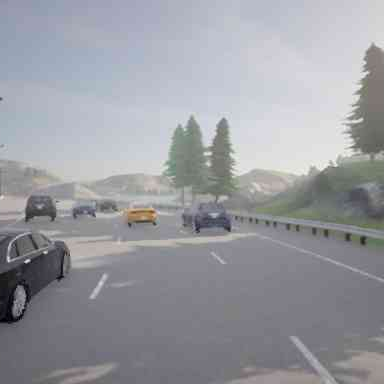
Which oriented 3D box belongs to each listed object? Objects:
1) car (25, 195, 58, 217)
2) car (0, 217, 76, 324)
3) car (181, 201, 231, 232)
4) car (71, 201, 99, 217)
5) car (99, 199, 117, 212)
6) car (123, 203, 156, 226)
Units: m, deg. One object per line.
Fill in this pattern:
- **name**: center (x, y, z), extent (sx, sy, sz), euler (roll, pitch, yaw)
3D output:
- **car**: center (-12.481, 1.276, 27.651), extent (2.150, 2.045, 5.566), euler (0, 0, -21)
- **car**: center (-4.042, 1.523, 7.087), extent (1.837, 1.490, 4.892), euler (0, 0, -6)
- **car**: center (0.736, 1.347, 20.159), extent (2.097, 1.767, 4.553), euler (0, 0, -13)
- **car**: center (-10.205, 1.570, 31.191), extent (1.812, 1.442, 4.674), euler (0, 0, -22)
- **car**: center (-10.162, 1.548, 39.252), extent (1.837, 1.490, 4.892), euler (0, 0, -26)
- **car**: center (-3.778, 1.493, 23.655), extent (1.882, 1.535, 5.008), euler (0, 0, -16)
